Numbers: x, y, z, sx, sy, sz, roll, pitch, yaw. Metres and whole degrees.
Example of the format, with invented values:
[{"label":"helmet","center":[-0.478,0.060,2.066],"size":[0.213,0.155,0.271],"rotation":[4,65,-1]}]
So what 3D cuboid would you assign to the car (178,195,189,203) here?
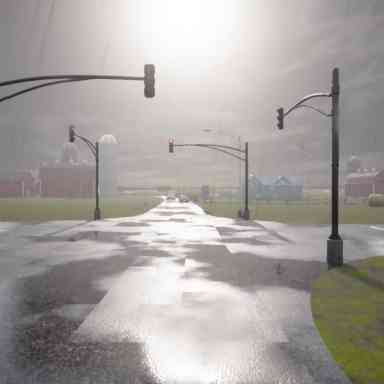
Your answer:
[{"label":"car","center":[-1.690,1.624,69.889],"size":[1.895,1.301,4.718],"rotation":[0,0,-3]}]

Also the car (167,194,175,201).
[{"label":"car","center":[-4.676,1.182,73.890],"size":[1.812,1.442,4.674],"rotation":[0,0,-3]}]

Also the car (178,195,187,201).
[{"label":"car","center":[-2.297,1.463,79.874],"size":[1.837,1.490,4.892],"rotation":[0,0,-4]}]
